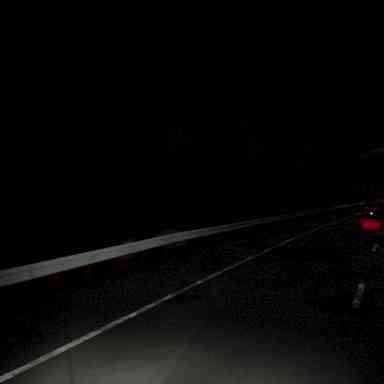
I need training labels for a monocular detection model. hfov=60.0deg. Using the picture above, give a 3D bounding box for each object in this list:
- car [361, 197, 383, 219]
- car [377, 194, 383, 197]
[{"bbox_3d":[16.239,1.505,29.462,1.837,1.490,4.892,0,0,35],"label":"car"},{"bbox_3d":[22.347,1.221,37.963,2.150,2.045,5.566,0,0,36],"label":"car"}]
